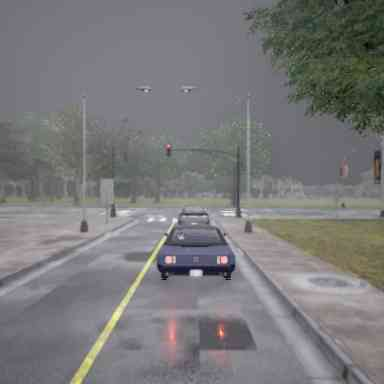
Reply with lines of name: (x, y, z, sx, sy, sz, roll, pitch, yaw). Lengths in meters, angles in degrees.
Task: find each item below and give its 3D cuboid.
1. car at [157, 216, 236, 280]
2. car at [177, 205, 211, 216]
car: (0.101, 1.617, 9.985, 1.895, 1.301, 4.718, 0, 0, 0)
car: (0.105, 1.543, 20.143, 2.128, 1.511, 4.902, 0, 0, 0)
